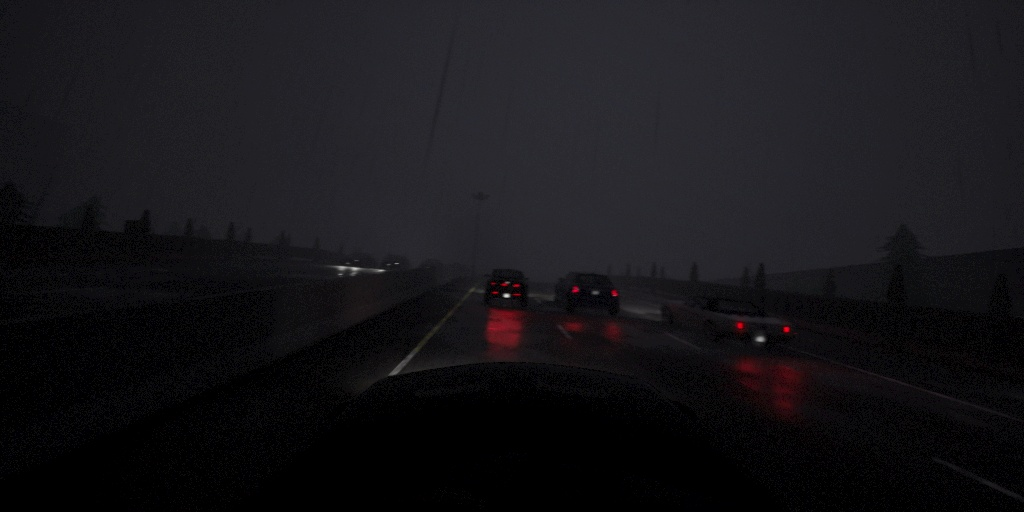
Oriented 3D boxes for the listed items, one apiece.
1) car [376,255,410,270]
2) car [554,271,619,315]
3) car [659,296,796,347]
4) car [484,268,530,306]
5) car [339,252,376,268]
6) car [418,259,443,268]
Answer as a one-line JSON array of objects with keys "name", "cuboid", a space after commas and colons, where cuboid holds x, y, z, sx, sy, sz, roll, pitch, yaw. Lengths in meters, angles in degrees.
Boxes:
[{"name": "car", "cuboid": [-11.376, 0.658, 35.350, 1.837, 1.490, 4.892, 5, -3, -1]}, {"name": "car", "cuboid": [3.246, 1.476, 16.298, 2.097, 1.767, 4.553, 5, 0, -2]}, {"name": "car", "cuboid": [6.829, 2.015, 12.127, 1.895, 1.301, 4.718, 5, 0, -2]}, {"name": "car", "cuboid": [-0.266, 1.324, 16.679, 1.837, 1.490, 4.892, 5, 0, -2]}, {"name": "car", "cuboid": [-14.860, 0.381, 35.074, 2.033, 1.411, 5.357, 5, -3, -1]}, {"name": "car", "cuboid": [-7.896, 1.021, 35.490, 1.994, 1.385, 4.181, 5, -3, -1]}]
